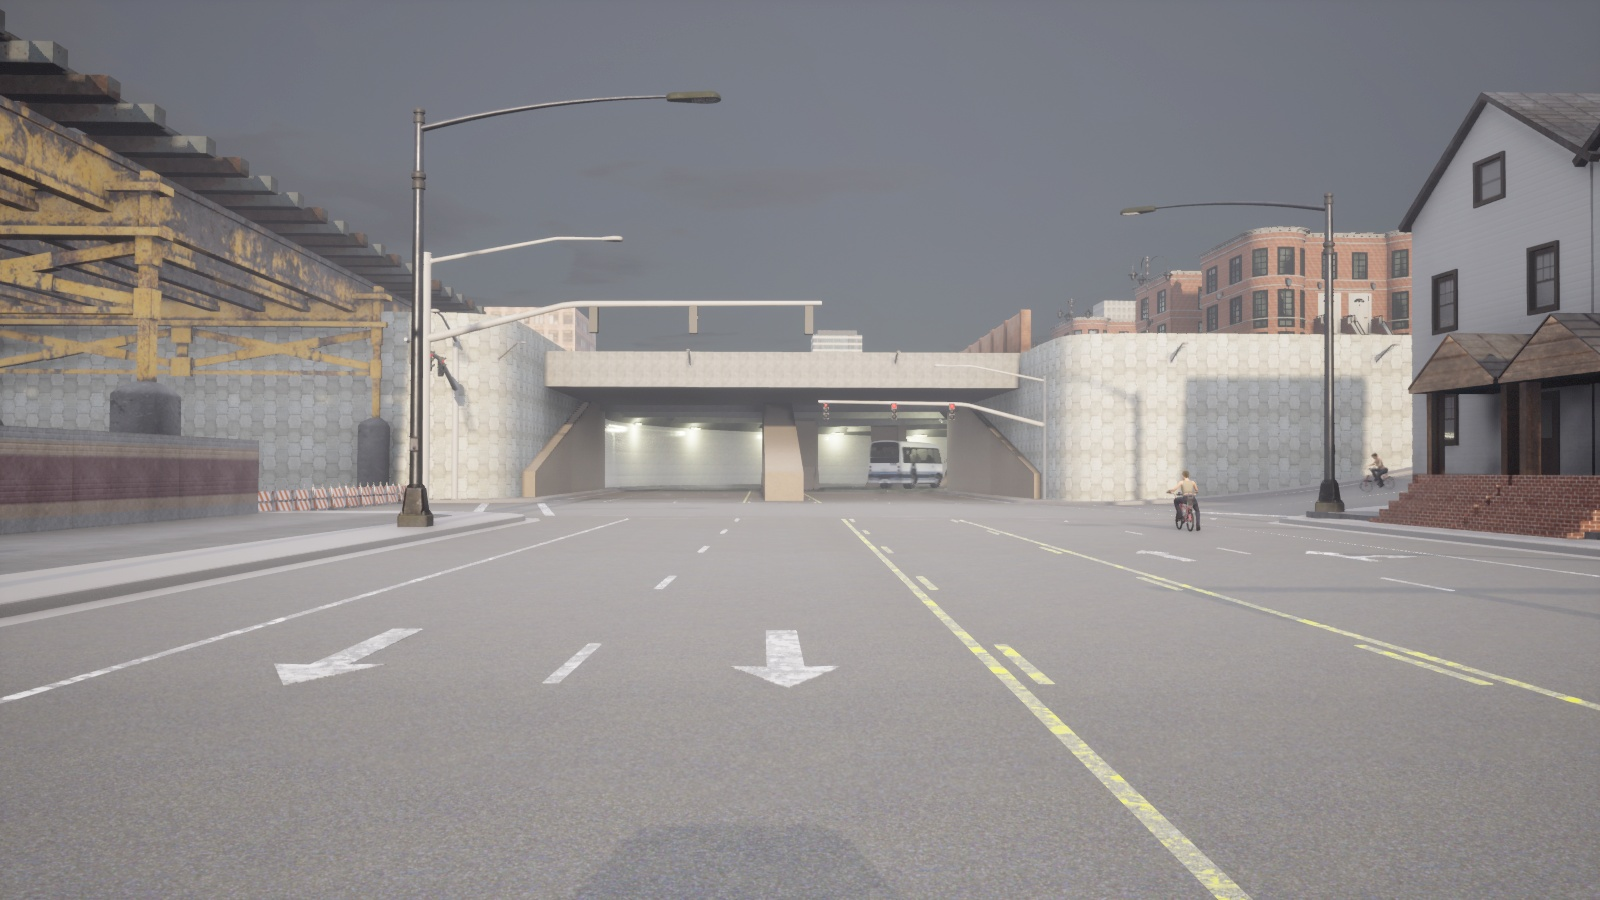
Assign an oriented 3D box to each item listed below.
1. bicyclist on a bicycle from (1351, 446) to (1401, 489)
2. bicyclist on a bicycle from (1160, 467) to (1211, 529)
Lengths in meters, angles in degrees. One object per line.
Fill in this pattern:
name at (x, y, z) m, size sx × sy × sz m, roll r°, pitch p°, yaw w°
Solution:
bicyclist on a bicycle at (24.231, 0.753, 52.820) m, size 1.509 × 1.612 × 0.866 m, roll -8°, pitch -1°, yaw -1°
bicyclist on a bicycle at (10.309, 1.273, 33.622) m, size 0.866 × 1.612 × 1.509 m, roll 0°, pitch -1°, yaw 0°
